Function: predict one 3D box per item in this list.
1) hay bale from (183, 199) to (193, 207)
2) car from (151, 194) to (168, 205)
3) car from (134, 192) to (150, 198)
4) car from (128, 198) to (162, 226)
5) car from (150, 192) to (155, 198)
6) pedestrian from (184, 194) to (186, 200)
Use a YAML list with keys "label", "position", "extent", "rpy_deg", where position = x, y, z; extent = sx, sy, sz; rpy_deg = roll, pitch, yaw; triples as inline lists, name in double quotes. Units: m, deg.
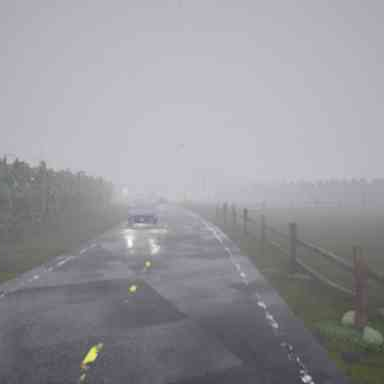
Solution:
- label: "hay bale"
  position: [-0.619, 1.634, 49.742]
  extent: [1.220, 1.180, 1.240]
  rpy_deg: [0, 0, -11]
- label: "car"
  position: [-5.421, 1.485, 57.318]
  extent: [1.837, 1.490, 4.892]
  rpy_deg: [0, 0, -14]
- label: "car"
  position: [-9.927, 1.212, 63.795]
  extent: [2.150, 2.045, 5.566]
  rpy_deg: [0, 0, -15]
- label: "car"
  position: [-3.335, 1.463, 23.448]
  extent: [1.882, 1.535, 5.008]
  rpy_deg: [0, 0, -4]
- label: "car"
  position: [-8.926, 1.077, 70.369]
  extent: [2.150, 2.045, 5.566]
  rpy_deg: [0, 0, -17]
- label: "pedestrian"
  position: [-1.101, 1.265, 50.647]
  extent: [0.375, 1.860, 0.375]
  rpy_deg: [0, 0, -16]
